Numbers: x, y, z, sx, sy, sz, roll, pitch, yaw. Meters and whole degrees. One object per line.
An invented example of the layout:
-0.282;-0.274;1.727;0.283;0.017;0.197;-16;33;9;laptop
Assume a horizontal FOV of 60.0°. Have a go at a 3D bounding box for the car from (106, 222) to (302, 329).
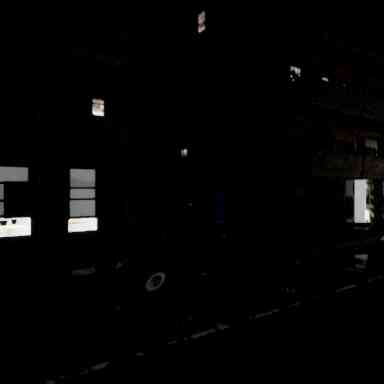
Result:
0.353;1.414;6.812;4.097;1.590;1.967;0;0;-35;car
